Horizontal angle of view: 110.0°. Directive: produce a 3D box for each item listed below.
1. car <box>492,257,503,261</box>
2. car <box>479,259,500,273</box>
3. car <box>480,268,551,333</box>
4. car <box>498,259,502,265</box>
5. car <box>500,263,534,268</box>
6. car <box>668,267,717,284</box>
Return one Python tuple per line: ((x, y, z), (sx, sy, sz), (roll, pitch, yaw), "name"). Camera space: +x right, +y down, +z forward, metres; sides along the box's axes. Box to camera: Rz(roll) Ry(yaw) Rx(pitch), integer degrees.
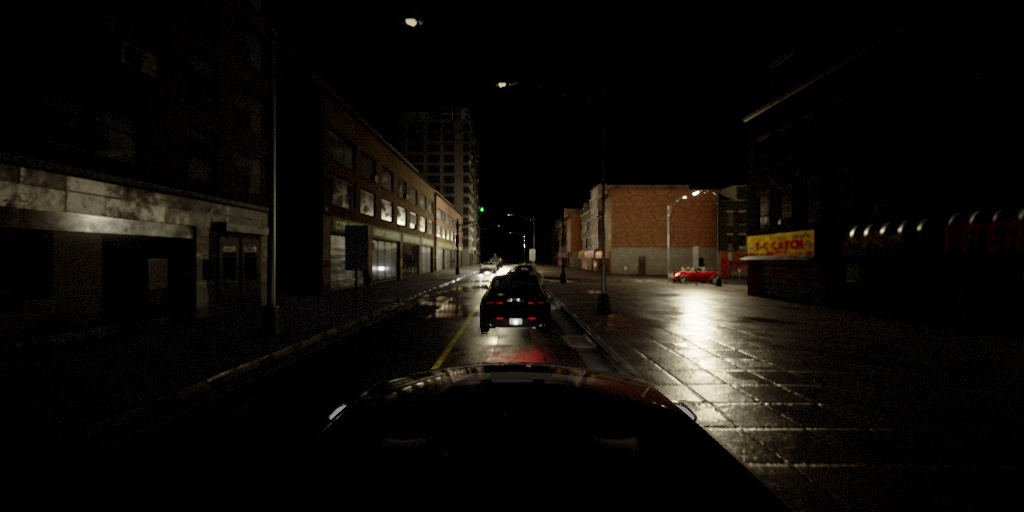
((-2.835, 1.218, 64.833), (2.150, 2.045, 5.566), (0, 0, 0), "car")
((-2.873, 1.451, 44.463), (1.812, 1.442, 4.674), (0, 0, 1), "car")
((0.090, 1.293, 10.831), (1.837, 1.490, 4.892), (0, 0, 0), "car")
((-2.868, 1.562, 54.281), (1.895, 1.301, 4.718), (0, 0, 0), "car")
((0.949, 1.371, 25.342), (2.033, 1.411, 5.357), (2, -1, 12), "car")
((16.346, 1.700, 32.496), (4.097, 1.591, 1.967), (0, 0, 0), "car")
